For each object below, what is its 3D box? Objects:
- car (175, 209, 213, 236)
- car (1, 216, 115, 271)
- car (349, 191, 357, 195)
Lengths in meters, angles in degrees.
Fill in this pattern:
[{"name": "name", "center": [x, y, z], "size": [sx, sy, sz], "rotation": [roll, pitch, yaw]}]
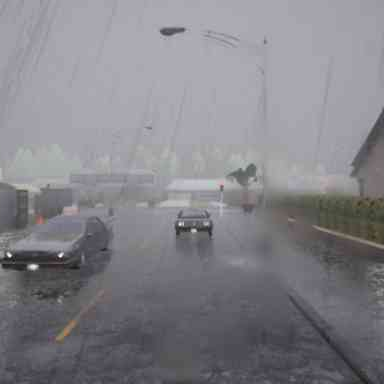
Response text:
[{"name": "car", "center": [0.097, 1.558, 18.132], "size": [1.895, 1.301, 4.718], "rotation": [0, 0, 0]}, {"name": "car", "center": [-4.027, 1.521, 11.137], "size": [2.033, 1.411, 5.357], "rotation": [0, 0, 1]}, {"name": "car", "center": [37.995, 0.787, 77.691], "size": [1.905, 1.878, 3.866], "rotation": [0, 0, 0]}]
